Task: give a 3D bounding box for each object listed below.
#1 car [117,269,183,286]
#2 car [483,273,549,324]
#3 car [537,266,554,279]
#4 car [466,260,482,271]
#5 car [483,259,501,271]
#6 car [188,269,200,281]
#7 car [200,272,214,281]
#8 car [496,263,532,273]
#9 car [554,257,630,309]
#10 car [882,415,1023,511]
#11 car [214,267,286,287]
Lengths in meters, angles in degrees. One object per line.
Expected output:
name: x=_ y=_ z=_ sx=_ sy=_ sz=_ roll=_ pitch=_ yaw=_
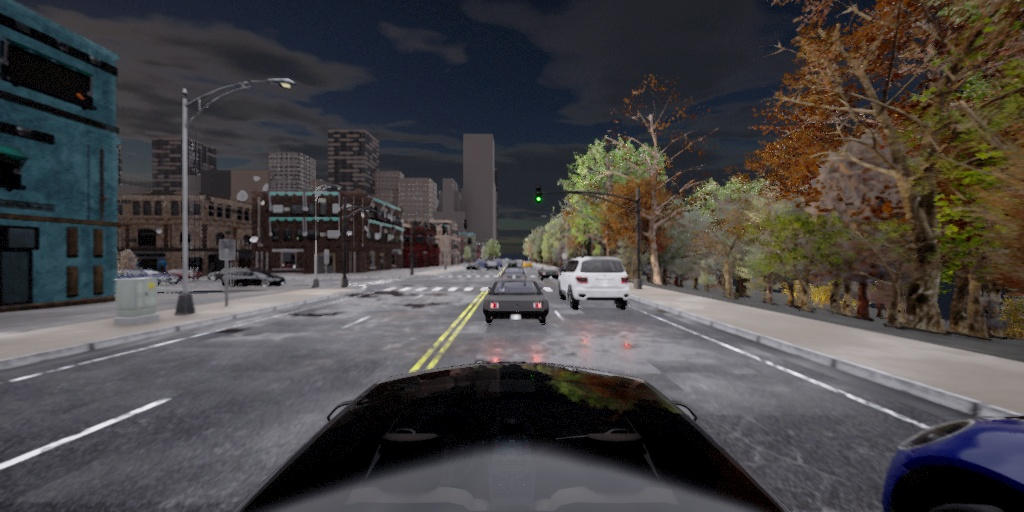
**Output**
car: x=-31.034 y=1.835 z=30.465 sx=4.674 sy=1.442 sz=1.812 roll=-1 pitch=0 yaw=0
car: x=0.112 y=1.427 z=12.220 sx=1.895 sy=1.301 sz=4.718 roll=0 pitch=0 yaw=0
car: x=3.384 y=1.579 z=33.329 sx=1.895 sy=1.301 sz=4.718 roll=0 pitch=0 yaw=0
car: x=-6.492 y=1.760 z=59.287 sx=1.895 sy=1.301 sz=4.718 roll=0 pitch=0 yaw=1
car: x=-3.240 y=1.641 z=59.896 sx=1.882 sy=1.535 sz=5.008 roll=0 pitch=0 yaw=1
car: x=-33.777 y=1.908 z=36.260 sx=4.207 sy=1.307 sz=1.802 roll=0 pitch=0 yaw=0
car: x=-28.241 y=1.813 z=36.248 sx=4.403 sy=1.370 sz=2.007 roll=0 pitch=0 yaw=0
car: x=0.127 y=1.476 z=26.321 sx=2.033 sy=1.411 sz=5.357 roll=0 pitch=0 yaw=0
car: x=3.366 y=1.071 z=15.658 sx=2.150 sy=2.045 sz=5.566 roll=0 pitch=-1 yaw=0
car: x=3.345 y=1.096 z=0.303 sx=2.097 sy=1.767 sz=4.553 roll=0 pitch=0 yaw=0
car: x=-19.918 y=1.755 z=27.726 sx=4.313 sy=1.339 sz=1.948 roll=0 pitch=0 yaw=0
